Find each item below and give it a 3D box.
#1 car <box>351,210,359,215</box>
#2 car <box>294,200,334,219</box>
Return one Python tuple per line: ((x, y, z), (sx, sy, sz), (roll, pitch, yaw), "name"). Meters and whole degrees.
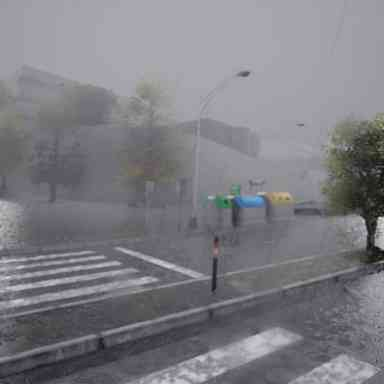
((12.177, 1.370, 29.981), (4.892, 1.521, 2.231), (0, 0, 31), "car")
((9.871, 1.402, 28.115), (4.792, 1.488, 2.163), (0, 0, 31), "car")
